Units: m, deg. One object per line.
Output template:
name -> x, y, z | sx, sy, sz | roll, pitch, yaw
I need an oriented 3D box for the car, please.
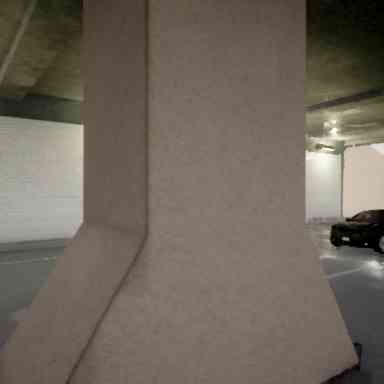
car -> 7.744, 1.473, 13.808 | 5.008, 1.535, 1.882 | 0, 0, -35
